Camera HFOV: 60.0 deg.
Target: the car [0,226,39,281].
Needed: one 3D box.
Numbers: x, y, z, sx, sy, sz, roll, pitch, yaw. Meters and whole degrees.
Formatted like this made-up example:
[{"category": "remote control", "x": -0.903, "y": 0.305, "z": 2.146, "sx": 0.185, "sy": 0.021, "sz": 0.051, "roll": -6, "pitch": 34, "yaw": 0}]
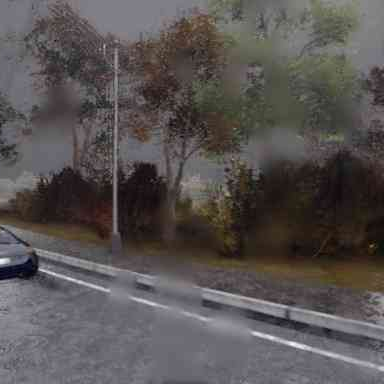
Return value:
[{"category": "car", "x": -5.923, "y": 1.583, "z": 9.030, "sx": 4.181, "sy": 1.385, "sz": 1.994, "roll": 0, "pitch": 0, "yaw": 41}]
